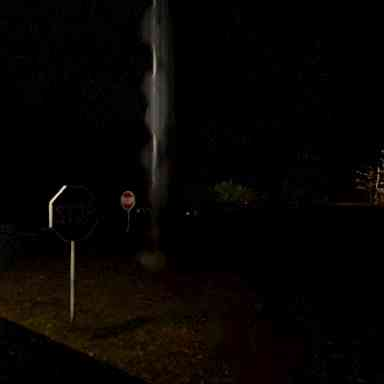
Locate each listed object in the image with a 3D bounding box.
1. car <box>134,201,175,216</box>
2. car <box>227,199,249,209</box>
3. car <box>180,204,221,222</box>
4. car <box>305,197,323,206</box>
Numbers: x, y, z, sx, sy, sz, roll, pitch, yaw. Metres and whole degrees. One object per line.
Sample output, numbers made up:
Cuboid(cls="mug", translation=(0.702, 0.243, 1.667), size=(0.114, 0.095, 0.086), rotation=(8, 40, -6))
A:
Cuboid(cls="car", translation=(-3.741, 1.615, 33.756), size=(2.128, 1.511, 4.902), rotation=(0, 0, 34))
Cuboid(cls="car", translation=(6.880, 1.742, 49.610), size=(1.994, 1.385, 4.181), rotation=(0, 0, 34))
Cuboid(cls="car", translation=(0.789, 1.676, 27.919), size=(1.994, 1.385, 4.181), rotation=(0, 0, 34))
Cuboid(cls="car", translation=(21.766, 1.767, 60.117), size=(2.033, 1.411, 5.357), rotation=(0, 0, 28))
